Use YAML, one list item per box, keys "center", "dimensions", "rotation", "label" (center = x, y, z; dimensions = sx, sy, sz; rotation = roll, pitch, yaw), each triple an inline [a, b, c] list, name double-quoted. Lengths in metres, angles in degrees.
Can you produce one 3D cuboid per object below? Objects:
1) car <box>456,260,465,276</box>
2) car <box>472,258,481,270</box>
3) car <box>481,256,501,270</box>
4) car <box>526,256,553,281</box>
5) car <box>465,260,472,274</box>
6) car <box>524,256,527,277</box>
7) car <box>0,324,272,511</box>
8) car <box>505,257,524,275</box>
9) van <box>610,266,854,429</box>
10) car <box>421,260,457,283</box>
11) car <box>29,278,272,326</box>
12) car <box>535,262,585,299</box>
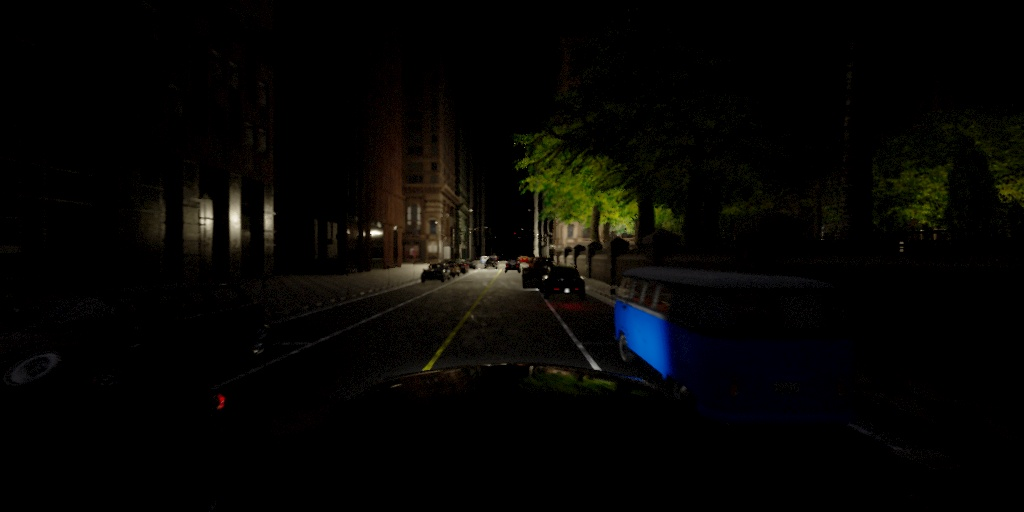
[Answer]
- center: [-5.761, 1.222, 32.896]
  dimensions: [1.751, 1.417, 4.829]
  rotation: [0, 0, 0]
  label: "car"
- center: [-5.761, 1.214, 49.638]
  dimensions: [1.948, 1.339, 4.313]
  rotation: [0, 0, 0]
  label: "car"
- center: [-3.019, 1.150, 51.694]
  dimensions: [1.837, 1.490, 4.892]
  rotation: [0, 0, 0]
  label: "car"
- center: [2.764, 1.011, 33.076]
  dimensions: [2.192, 1.841, 5.009]
  rotation: [0, 0, 0]
  label: "car"
- center: [-5.761, 1.121, 38.591]
  dimensions: [1.967, 1.591, 4.097]
  rotation: [0, 0, 0]
  label: "car"
- center: [2.764, 0.997, 38.601]
  dimensions: [2.192, 1.841, 5.009]
  rotation: [0, 0, 0]
  label: "car"
- center: [-3.101, 1.314, 1.073]
  dimensions: [1.994, 1.385, 4.181]
  rotation: [0, 0, 0]
  label: "car"
- center: [0.067, 1.214, 43.522]
  dimensions: [2.033, 1.411, 5.357]
  rotation: [0, 0, 0]
  label: "car"
- center: [2.763, 1.087, 5.453]
  dimensions: [1.690, 1.789, 3.998]
  rotation: [0, 0, 0]
  label: "van"
- center: [-5.762, 1.259, 27.541]
  dimensions: [2.007, 1.370, 4.403]
  rotation: [0, 0, 0]
  label: "car"
- center: [-5.763, 1.185, 5.443]
  dimensions: [1.967, 1.591, 4.097]
  rotation: [0, 0, 0]
  label: "car"
- center: [2.355, 1.232, 17.773]
  dimensions: [1.837, 1.490, 4.892]
  rotation: [0, 0, 0]
  label: "car"
